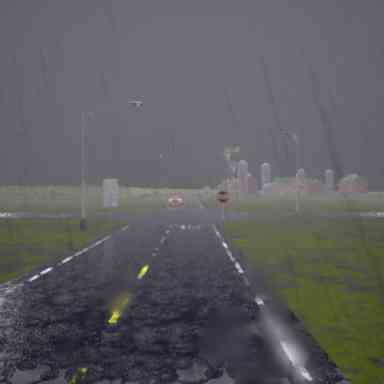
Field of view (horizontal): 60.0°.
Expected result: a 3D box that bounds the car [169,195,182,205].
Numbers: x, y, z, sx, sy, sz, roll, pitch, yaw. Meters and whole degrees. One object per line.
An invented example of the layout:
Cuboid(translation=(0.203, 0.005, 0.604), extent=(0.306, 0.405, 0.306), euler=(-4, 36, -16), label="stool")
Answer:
Cuboid(translation=(-2.727, 1.291, 55.495), extent=(2.097, 1.767, 4.553), euler=(0, -1, 0), label="car")
